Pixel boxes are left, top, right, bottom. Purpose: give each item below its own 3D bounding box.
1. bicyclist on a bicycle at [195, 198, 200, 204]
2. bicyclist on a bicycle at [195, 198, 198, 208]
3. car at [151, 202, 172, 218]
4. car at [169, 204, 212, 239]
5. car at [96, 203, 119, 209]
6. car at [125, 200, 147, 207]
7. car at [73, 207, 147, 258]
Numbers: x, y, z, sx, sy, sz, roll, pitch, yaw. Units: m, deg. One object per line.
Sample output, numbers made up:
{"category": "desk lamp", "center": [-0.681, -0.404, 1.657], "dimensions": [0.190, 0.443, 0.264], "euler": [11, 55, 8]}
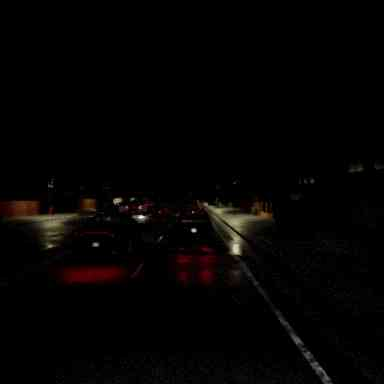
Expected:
{"category": "bicyclist on a bicycle", "center": [0.898, 2.041, 55.314], "dimensions": [0.866, 1.612, 1.509], "euler": [0, -1, 0]}
{"category": "bicyclist on a bicycle", "center": [0.904, 2.082, 64.312], "dimensions": [0.659, 1.776, 1.843], "euler": [0, 0, 0]}
{"category": "car", "center": [-3.146, 1.828, 34.880], "dimensions": [1.882, 1.535, 5.008], "euler": [0, 0, 0]}
{"category": "car", "center": [0.101, 1.661, 18.491], "dimensions": [2.128, 1.511, 4.902], "euler": [0, 0, 0]}
{"category": "car", "center": [-9.839, 1.948, 39.067], "dimensions": [2.033, 1.411, 5.357], "euler": [0, -1, 0]}
{"category": "car", "center": [-6.585, 1.756, 39.349], "dimensions": [2.097, 1.767, 4.553], "euler": [0, -1, 0]}
{"category": "car", "center": [-3.159, 1.597, 13.411], "dimensions": [1.882, 1.535, 5.008], "euler": [0, 0, 0]}
